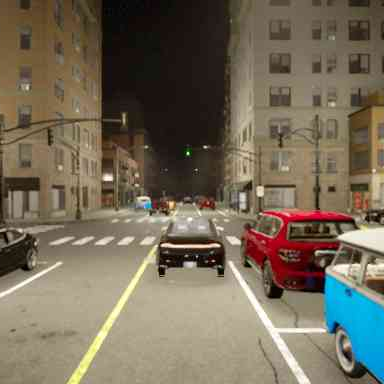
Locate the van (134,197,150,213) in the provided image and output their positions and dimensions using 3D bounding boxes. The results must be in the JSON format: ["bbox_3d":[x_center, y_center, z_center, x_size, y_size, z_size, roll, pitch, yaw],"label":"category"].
[{"bbox_3d":[-5.945,1.549,40.363,1.690,1.788,3.998,0,0,-1],"label":"van"}]

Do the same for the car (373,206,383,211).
[{"bbox_3d":[14.569,1.541,23.554,4.902,1.511,2.128,0,0,-1],"label":"car"}]

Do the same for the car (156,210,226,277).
[{"bbox_3d":[0.008,1.548,10.476,2.128,1.511,4.902,0,0,1],"label":"car"}]

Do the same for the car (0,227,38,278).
[{"bbox_3d":[-5.485,1.611,8.402,1.947,1.339,4.313,0,0,-1],"label":"car"}]

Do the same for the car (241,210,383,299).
[{"bbox_3d":[2.539,1.360,8.514,2.192,1.841,5.009,0,0,-1],"label":"car"}]

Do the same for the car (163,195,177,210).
[{"bbox_3d":[-3.445,1.581,44.671,2.097,1.767,4.553,0,0,-1],"label":"car"}]

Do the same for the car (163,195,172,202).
[{"bbox_3d":[-6.601,1.766,89.015,2.192,1.841,5.009,0,0,-1],"label":"car"}]

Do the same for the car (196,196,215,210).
[{"bbox_3d":[2.093,1.550,45.882,2.192,1.841,5.009,0,0,-1],"label":"car"}]

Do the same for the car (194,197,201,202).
[{"bbox_3d":[1.456,1.977,89.296,1.752,1.417,4.829,0,0,-1],"label":"car"}]

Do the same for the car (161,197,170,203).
[{"bbox_3d":[-6.528,1.990,83.608,1.947,1.339,4.313,0,0,-1],"label":"car"}]

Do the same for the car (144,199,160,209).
[{"bbox_3d":[-6.090,1.828,51.173,1.947,1.339,4.313,0,0,-1],"label":"car"}]

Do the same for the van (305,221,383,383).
[{"bbox_3d":[2.615,1.357,3.003,1.690,1.788,3.998,0,0,-1],"label":"van"}]

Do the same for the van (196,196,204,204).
[{"bbox_3d":[1.696,1.711,72.910,1.690,1.788,3.998,0,0,-1],"label":"van"}]

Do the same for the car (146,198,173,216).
[{"bbox_3d":[-3.309,1.705,34.892,1.812,1.442,4.674,0,0,1],"label":"car"}]

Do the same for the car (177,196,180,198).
[{"bbox_3d":[-3.577,1.828,55.013,2.033,1.411,5.357,0,0,-1],"label":"car"}]

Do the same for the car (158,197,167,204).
[{"bbox_3d":[-6.380,1.895,72.627,1.752,1.417,4.829,0,0,-1],"label":"car"}]

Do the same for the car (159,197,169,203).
[{"bbox_3d":[-6.455,1.948,78.202,2.008,1.369,4.403,0,0,-1],"label":"car"}]

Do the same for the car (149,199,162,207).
[{"bbox_3d":[-6.163,1.834,56.579,1.887,1.381,4.507,0,0,-1],"label":"car"}]

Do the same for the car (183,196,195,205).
[{"bbox_3d":[-0.787,1.938,66.165,1.895,1.301,4.718,0,0,-1],"label":"car"}]

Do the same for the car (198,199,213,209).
[{"bbox_3d":[2.014,1.813,51.286,2.008,1.369,4.403,0,0,-1],"label":"car"}]
